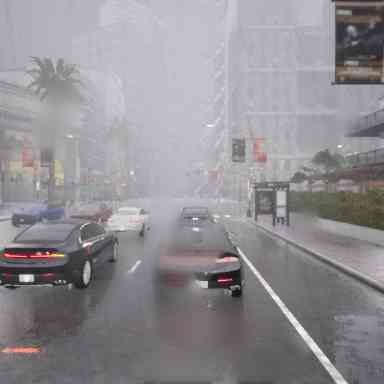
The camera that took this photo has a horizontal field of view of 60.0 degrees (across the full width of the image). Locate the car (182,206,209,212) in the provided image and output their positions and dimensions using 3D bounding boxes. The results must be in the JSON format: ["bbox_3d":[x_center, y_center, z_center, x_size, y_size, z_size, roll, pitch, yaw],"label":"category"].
[{"bbox_3d":[0.174,1.505,17.962,1.837,1.490,4.892,0,0,0],"label":"car"}]

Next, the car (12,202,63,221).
[{"bbox_3d":[-10.408,1.481,22.912,1.882,1.535,5.008,0,0,0],"label":"car"}]

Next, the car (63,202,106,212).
[{"bbox_3d":[-6.905,1.493,23.146,1.882,1.535,5.008,0,0,0],"label":"car"}]

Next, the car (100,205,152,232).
[{"bbox_3d":[-3.325,1.526,18.128,1.812,1.442,4.674,0,0,0],"label":"car"}]

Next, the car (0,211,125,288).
[{"bbox_3d":[-3.355,1.505,9.188,1.837,1.490,4.892,0,0,0],"label":"car"}]

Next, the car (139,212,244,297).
[{"bbox_3d":[0.145,1.491,8.544,2.128,1.511,4.902,0,0,0],"label":"car"}]
